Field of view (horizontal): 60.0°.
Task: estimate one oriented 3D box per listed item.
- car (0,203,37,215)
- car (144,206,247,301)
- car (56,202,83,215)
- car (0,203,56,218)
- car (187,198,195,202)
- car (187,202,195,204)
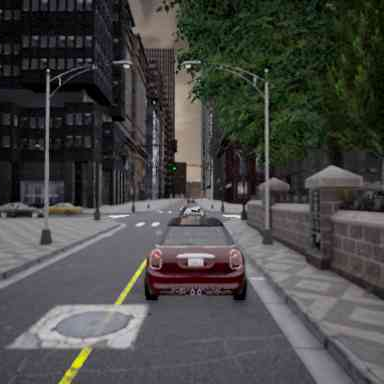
[{"bbox_3d":[-20.235,1.908,37.687,4.403,1.369,2.008,0,-1,0],"label":"car"},{"bbox_3d":[0.071,1.404,8.604,2.097,1.767,4.553,0,0,0],"label":"car"},{"bbox_3d":[-14.892,1.876,37.676,4.829,1.417,1.752,0,-1,0],"label":"car"},{"bbox_3d":[-14.732,1.672,29.153,4.403,1.369,2.008,0,-1,0],"label":"car"},{"bbox_3d":[-0.261,2.152,80.411,1.812,1.442,4.674,0,-1,0],"label":"car"},{"bbox_3d":[0.026,1.669,22.623,1.812,1.442,4.674,0,0,0],"label":"car"}]
